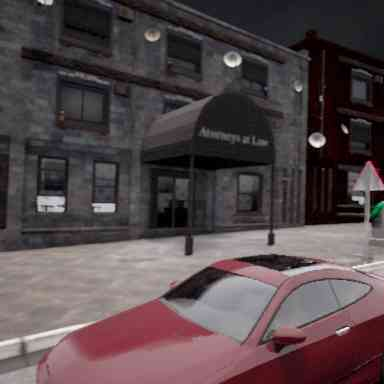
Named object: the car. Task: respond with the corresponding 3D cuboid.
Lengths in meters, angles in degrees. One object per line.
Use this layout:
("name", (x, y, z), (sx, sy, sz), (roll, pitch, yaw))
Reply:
("car", (0.756, 1.525, 3.802), (4.674, 1.442, 1.812), (0, 0, -34))
